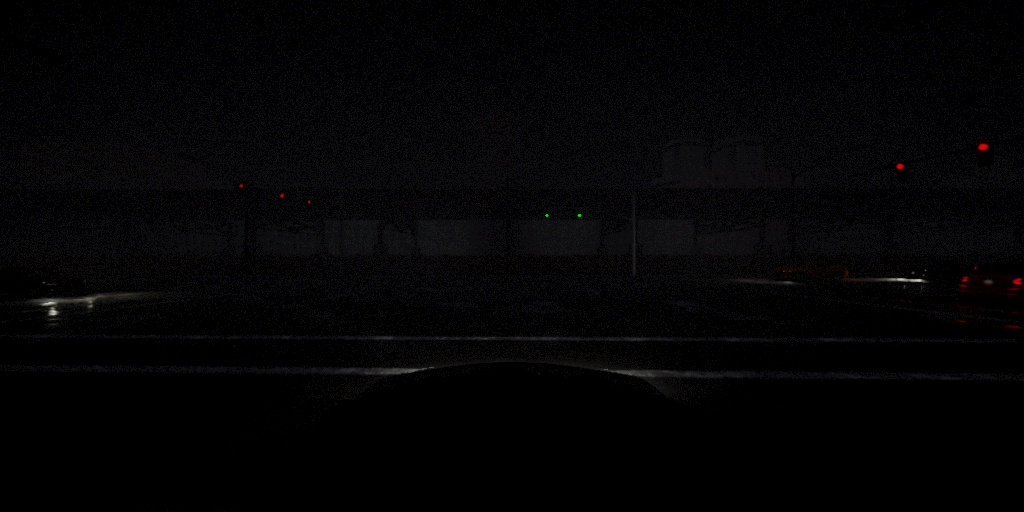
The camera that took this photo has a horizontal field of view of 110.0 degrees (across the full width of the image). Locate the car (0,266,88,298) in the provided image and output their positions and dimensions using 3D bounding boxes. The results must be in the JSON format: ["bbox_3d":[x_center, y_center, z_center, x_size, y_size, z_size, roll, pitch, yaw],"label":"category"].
[{"bbox_3d":[-25.205,1.297,18.666,5.008,1.535,1.882,0,0,2],"label":"car"}]

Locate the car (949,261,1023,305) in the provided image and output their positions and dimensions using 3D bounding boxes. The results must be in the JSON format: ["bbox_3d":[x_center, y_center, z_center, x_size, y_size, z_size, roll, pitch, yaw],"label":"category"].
[{"bbox_3d":[20.732,0.997,13.962,4.553,1.767,2.097,-1,0,2],"label":"car"}]

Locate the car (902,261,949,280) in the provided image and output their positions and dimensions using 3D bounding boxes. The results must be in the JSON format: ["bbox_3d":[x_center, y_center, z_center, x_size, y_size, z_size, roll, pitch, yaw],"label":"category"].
[{"bbox_3d":[33.172,1.093,27.837,4.181,1.385,1.994,-1,0,1],"label":"car"}]

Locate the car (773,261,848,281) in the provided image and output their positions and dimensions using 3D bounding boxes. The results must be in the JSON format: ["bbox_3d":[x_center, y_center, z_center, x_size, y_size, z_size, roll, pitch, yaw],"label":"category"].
[{"bbox_3d":[23.262,1.139,28.098,5.008,1.535,1.882,-1,0,1],"label":"car"}]
